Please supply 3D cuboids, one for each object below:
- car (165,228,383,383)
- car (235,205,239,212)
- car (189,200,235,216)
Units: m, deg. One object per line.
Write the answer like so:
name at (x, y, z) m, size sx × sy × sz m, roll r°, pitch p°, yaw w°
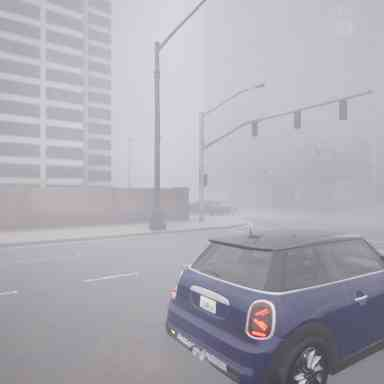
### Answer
car at (1.930, 1.354, 5.165) m, size 4.553 × 1.767 × 2.097 m, roll 0°, pitch 0°, yaw -35°
car at (3.042, 1.611, 37.360) m, size 1.895 × 1.301 × 4.718 m, roll 0°, pitch 0°, yaw -36°
car at (1.516, 1.556, 33.482) m, size 2.033 × 1.411 × 5.357 m, roll 0°, pitch 0°, yaw -36°
